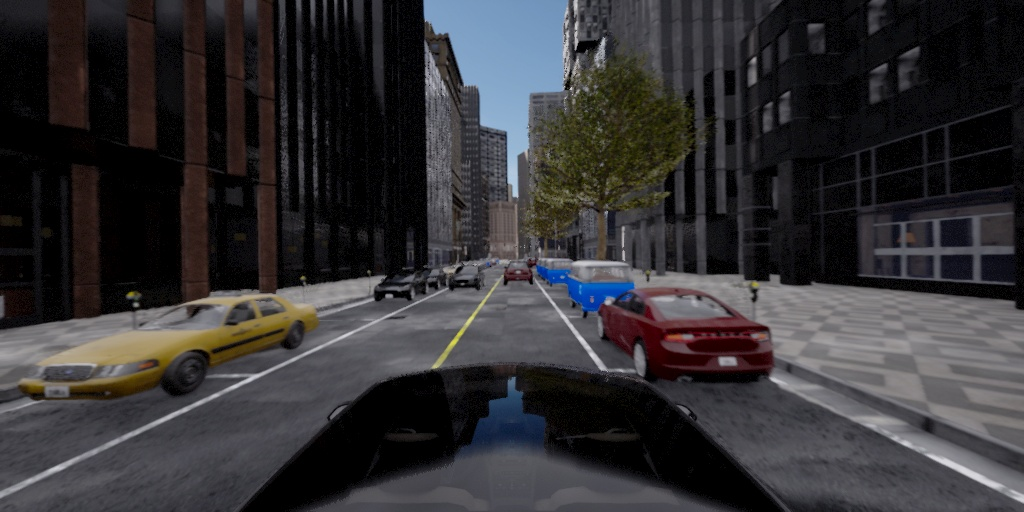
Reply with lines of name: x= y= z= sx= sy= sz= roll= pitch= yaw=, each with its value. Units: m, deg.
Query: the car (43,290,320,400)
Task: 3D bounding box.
car: x=-5.644 y=1.379 z=6.890 sx=1.751 sy=1.417 sz=4.829 roll=0 pitch=0 yaw=1

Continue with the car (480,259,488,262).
car: x=-4.996 y=1.474 z=52.005 sx=2.007 sy=1.370 sz=4.403 roll=0 pitch=0 yaw=1

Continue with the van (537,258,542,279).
van: x=3.204 y=1.082 z=29.417 sx=1.690 sy=1.789 sz=3.998 roll=0 pitch=0 yaw=1

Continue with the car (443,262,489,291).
car: x=-2.748 y=1.336 z=22.608 sx=1.837 sy=1.490 sz=4.892 roll=-1 pitch=0 yaw=1

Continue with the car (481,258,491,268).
car: x=-4.915 y=1.485 z=57.623 sx=2.007 sy=1.370 sz=4.403 roll=0 pitch=0 yaw=1

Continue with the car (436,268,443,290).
car: x=-5.400 y=1.443 z=23.914 sx=1.948 sy=1.339 sz=4.313 roll=0 pitch=0 yaw=1

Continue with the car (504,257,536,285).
car: x=0.479 y=1.135 z=26.994 sx=2.097 sy=1.767 sz=4.553 roll=-1 pitch=0 yaw=1

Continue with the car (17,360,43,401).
car: x=-5.723 y=1.412 z=1.442 sx=1.948 sy=1.339 sz=4.313 roll=0 pitch=0 yaw=1

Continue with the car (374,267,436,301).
car: x=-5.480 y=1.435 z=18.297 sx=1.948 sy=1.339 sz=4.313 roll=0 pitch=0 yaw=1

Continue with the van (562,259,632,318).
van: x=2.962 y=1.058 z=12.564 sx=1.690 sy=1.789 sz=3.998 roll=0 pitch=0 yaw=1

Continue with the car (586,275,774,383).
car: x=2.881 y=1.254 z=6.946 sx=1.888 sy=1.381 sz=4.507 roll=0 pitch=0 yaw=1

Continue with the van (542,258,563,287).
van: x=3.123 y=1.073 z=23.799 sx=1.690 sy=1.789 sz=3.998 roll=0 pitch=0 yaw=1

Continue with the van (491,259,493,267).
van: x=-4.834 y=1.286 z=63.242 sx=1.690 sy=1.789 sz=3.998 roll=0 pitch=0 yaw=1
